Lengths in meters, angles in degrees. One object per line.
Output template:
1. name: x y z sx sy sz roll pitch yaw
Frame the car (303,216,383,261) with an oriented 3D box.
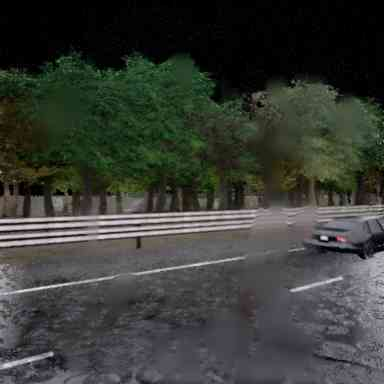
1. car: 6.501 1.612 12.666 5.357 1.411 2.033 0 0 -36
